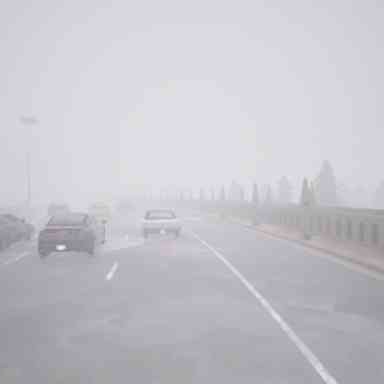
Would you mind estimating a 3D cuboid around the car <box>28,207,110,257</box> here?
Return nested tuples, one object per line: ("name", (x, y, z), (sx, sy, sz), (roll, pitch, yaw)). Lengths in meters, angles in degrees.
("car", (-4.568, 1.549, 13.162), (1.837, 1.490, 4.892), (0, 0, -8))

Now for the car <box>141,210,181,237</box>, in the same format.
("car", (-1.835, 1.649, 18.366), (1.895, 1.301, 4.718), (0, 0, -10))

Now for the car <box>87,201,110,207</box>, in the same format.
("car", (-8.814, 1.575, 31.384), (1.882, 1.535, 5.008), (0, 0, -17))

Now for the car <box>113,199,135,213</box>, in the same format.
("car", (-8.129, 1.618, 39.570), (1.837, 1.490, 4.892), (0, 0, -22))

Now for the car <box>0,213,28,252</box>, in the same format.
("car", (-8.202, 1.582, 13.919), (1.812, 1.442, 4.674), (0, 0, -8))

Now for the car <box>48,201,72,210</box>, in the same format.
("car", (-12.619, 1.587, 31.754), (1.882, 1.535, 5.008), (0, 0, -19))
